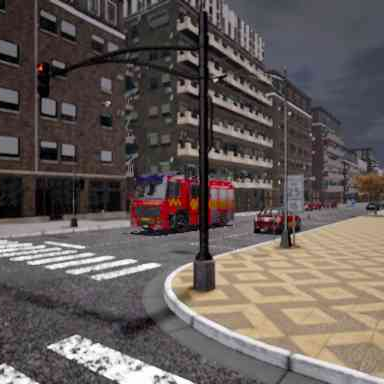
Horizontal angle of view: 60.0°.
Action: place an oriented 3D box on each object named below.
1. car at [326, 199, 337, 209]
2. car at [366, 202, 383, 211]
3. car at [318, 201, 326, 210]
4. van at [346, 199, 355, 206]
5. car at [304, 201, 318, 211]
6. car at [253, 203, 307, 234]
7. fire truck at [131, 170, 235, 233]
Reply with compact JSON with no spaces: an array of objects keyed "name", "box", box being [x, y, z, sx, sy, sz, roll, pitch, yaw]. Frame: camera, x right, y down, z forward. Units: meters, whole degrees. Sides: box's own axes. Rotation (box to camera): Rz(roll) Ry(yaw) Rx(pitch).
[{"name":"car","box":[28.062,2.428,67.586,2.192,1.841,5.009,-1,-2,35]},{"name":"car","box":[31.600,2.546,58.173,1.947,1.339,4.313,-2,-2,35]},{"name":"car","box":[21.548,2.481,58.349,1.887,1.381,4.507,-1,-2,35]},{"name":"van","box":[41.056,2.808,86.072,1.690,1.788,3.998,-1,-2,35]},{"name":"car","box":[18.290,2.289,53.736,1.967,1.590,4.097,-1,-2,35]},{"name":"car","box":[5.538,1.716,21.252,1.967,1.590,4.097,-1,-2,35]},{"name":"fire truck","box":[-0.259,0.619,22.854,2.891,3.827,8.468,0,-1,35]}]
